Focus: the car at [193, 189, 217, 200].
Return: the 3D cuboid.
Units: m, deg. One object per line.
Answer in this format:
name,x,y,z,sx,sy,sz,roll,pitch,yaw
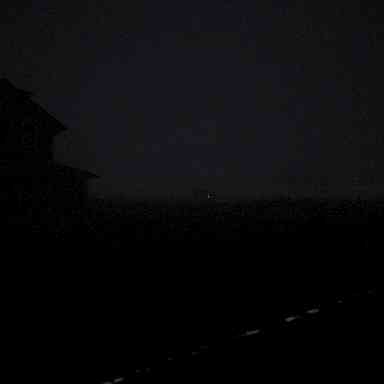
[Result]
car,2.493,0.381,65.250,2.150,2.045,5.566,1,1,-34
